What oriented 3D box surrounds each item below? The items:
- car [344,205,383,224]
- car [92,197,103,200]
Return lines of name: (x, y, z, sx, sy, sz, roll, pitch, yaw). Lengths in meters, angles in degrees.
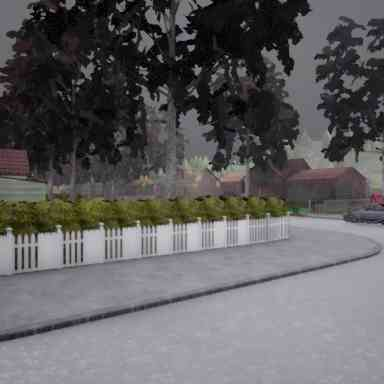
car: (12.729, 1.559, 22.830, 1.994, 1.385, 4.181, 0, 0, -41)
car: (-15.347, 1.597, 54.809, 1.994, 1.385, 4.181, 0, 0, -35)
